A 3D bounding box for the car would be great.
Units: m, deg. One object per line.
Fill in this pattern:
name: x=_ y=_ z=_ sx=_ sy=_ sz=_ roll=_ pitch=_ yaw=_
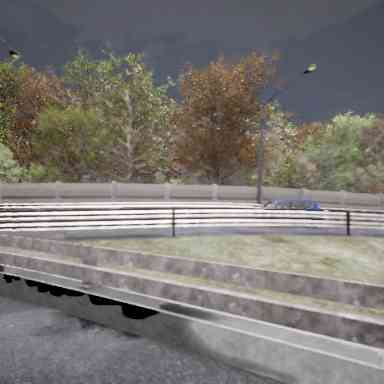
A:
car: x=6.282 y=1.483 z=23.224 sx=5.566 sy=2.045 sz=2.150 roll=1 pitch=0 yaw=-14
